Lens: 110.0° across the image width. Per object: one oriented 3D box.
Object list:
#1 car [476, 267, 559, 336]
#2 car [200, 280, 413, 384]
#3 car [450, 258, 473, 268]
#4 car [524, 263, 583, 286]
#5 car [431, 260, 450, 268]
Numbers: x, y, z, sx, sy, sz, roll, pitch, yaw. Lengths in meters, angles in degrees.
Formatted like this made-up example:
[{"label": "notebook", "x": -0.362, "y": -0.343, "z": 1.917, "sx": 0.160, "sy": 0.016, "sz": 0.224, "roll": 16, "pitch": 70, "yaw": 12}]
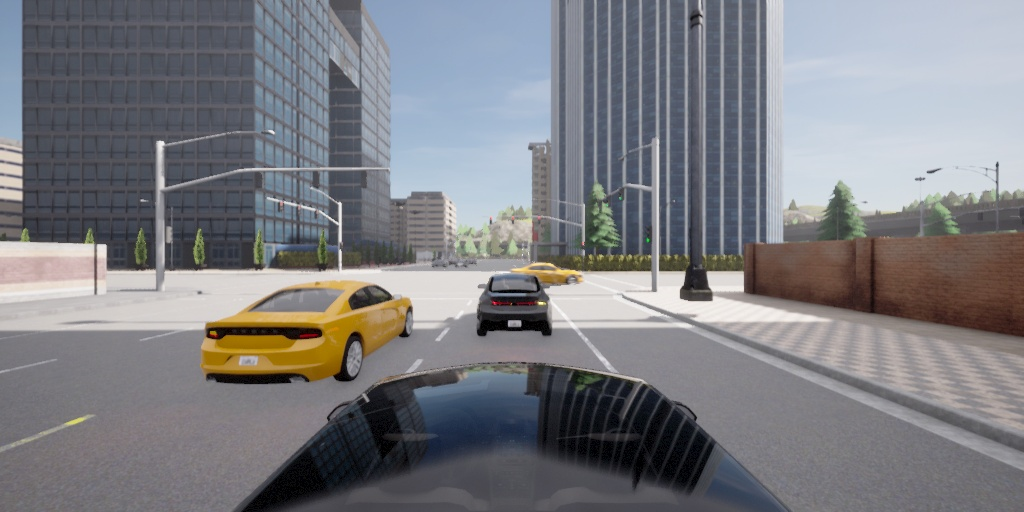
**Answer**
[{"label": "car", "x": 0.059, "y": 1.245, "z": 10.325, "sx": 1.837, "sy": 1.490, "sz": 4.892, "roll": 0, "pitch": 0, "yaw": 0}, {"label": "car", "x": -3.443, "y": 1.222, "z": 7.184, "sx": 1.882, "sy": 1.535, "sz": 5.008, "roll": 0, "pitch": 0, "yaw": 0}, {"label": "car", "x": -8.018, "y": 1.179, "z": 57.400, "sx": 2.128, "sy": 1.511, "sz": 4.902, "roll": 0, "pitch": 0, "yaw": -1}, {"label": "car", "x": 2.284, "y": 1.243, "z": 24.255, "sx": 5.008, "sy": 1.535, "sz": 1.882, "roll": 0, "pitch": 0, "yaw": -1}, {"label": "car", "x": -11.512, "y": 1.251, "z": 57.039, "sx": 1.994, "sy": 1.385, "sz": 4.181, "roll": 0, "pitch": 0, "yaw": -1}]
